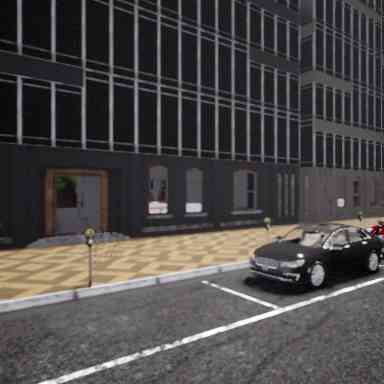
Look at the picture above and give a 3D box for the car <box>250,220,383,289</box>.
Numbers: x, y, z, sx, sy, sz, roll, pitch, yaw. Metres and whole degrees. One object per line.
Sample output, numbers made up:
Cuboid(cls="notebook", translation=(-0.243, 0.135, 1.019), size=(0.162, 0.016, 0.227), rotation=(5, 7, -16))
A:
Cuboid(cls="car", translation=(3.499, 1.555, 9.060), size=(4.403, 1.369, 2.008), rotation=(0, 0, -36))
